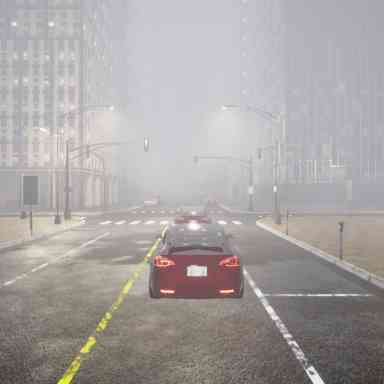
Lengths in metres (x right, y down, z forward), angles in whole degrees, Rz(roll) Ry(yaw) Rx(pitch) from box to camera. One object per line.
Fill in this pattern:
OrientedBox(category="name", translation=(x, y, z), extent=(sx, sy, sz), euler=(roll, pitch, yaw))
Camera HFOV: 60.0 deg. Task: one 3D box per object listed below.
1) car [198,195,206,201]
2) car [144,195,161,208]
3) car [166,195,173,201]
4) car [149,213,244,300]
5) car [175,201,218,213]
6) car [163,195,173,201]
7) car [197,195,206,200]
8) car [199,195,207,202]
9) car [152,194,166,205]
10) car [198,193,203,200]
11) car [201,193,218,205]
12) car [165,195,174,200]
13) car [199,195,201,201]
OrientedBox(category="car", translation=(2.500, 1.419, 82.266), extent=(1.887, 1.381, 4.507), euler=(0, 0, 0))
OrientedBox(category="car", translation=(-5.930, 1.483, 48.027), extent=(1.752, 1.417, 4.829), euler=(0, 0, 0))
OrientedBox(category="car", translation=(-5.868, 1.435, 76.577), extent=(1.887, 1.381, 4.507), euler=(0, 0, 0))
OrientedBox(category="car", translation=(0.079, 1.502, 8.457), extent=(2.163, 1.488, 4.792), euler=(0, 0, 0))
OrientedBox(category="car", translation=(0.048, 1.496, 18.452), extent=(2.163, 1.488, 4.792), euler=(0, 0, 0))
OrientedBox(category="car", translation=(-5.881, 1.425, 82.252), extent=(2.008, 1.369, 4.403), euler=(0, 0, 0))
OrientedBox(category="car", translation=(2.486, 1.407, 87.940), extent=(2.008, 1.369, 4.403), euler=(0, 0, 0))
OrientedBox(category="car", translation=(2.513, 1.415, 76.762), extent=(1.752, 1.417, 4.829), euler=(0, 0, 0))
OrientedBox(category="car", translation=(-5.913, 1.261, 53.875), extent=(2.192, 1.841, 5.009), euler=(0, 0, 0))
OrientedBox(category="car", translation=(2.528, 1.220, 70.917), extent=(2.192, 1.841, 5.009), euler=(0, 0, 0))
OrientedBox(category="car", translation=(2.710, 1.398, 48.216), extent=(1.967, 1.590, 4.097), euler=(0, 0, 0))
OrientedBox(category="car", translation=(-5.894, 1.407, 87.928), extent=(2.008, 1.369, 4.403), euler=(0, 0, 0))
OrientedBox(category="car", translation=(2.665, 1.497, 53.895), extent=(2.008, 1.369, 4.403), euler=(0, 0, 0))
